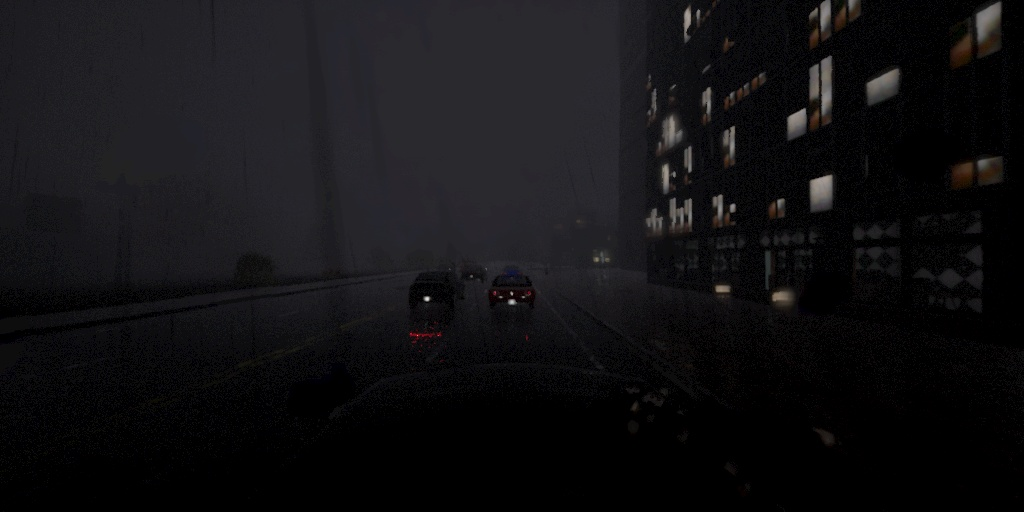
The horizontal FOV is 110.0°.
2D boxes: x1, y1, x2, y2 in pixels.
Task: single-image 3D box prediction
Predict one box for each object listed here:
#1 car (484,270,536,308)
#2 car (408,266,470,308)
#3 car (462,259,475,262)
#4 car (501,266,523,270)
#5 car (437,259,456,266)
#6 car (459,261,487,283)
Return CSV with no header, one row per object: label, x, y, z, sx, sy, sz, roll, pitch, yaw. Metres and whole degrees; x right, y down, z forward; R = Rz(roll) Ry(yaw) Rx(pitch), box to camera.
car,0.001,1.483,15.955,1.895,1.301,4.718,0,0,0
car,-3.247,1.392,16.154,1.837,1.490,4.892,0,0,0
car,-6.501,1.434,53.555,2.150,2.045,5.566,0,-1,0
car,0.004,1.549,31.236,1.812,1.442,4.674,0,0,0
car,-9.751,1.434,53.533,2.150,2.045,5.566,0,-1,0
car,-3.245,1.502,31.313,1.882,1.535,5.008,0,0,0
